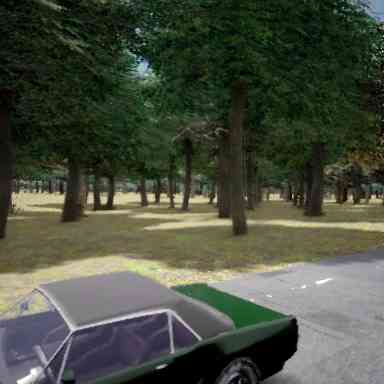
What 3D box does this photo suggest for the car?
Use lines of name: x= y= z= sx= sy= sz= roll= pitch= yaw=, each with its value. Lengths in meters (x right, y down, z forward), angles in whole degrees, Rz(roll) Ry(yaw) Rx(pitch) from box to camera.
car: x=-1.187 y=1.601 z=3.145 sx=4.718 sy=1.301 sz=1.895 roll=0 pitch=0 yaw=-35
